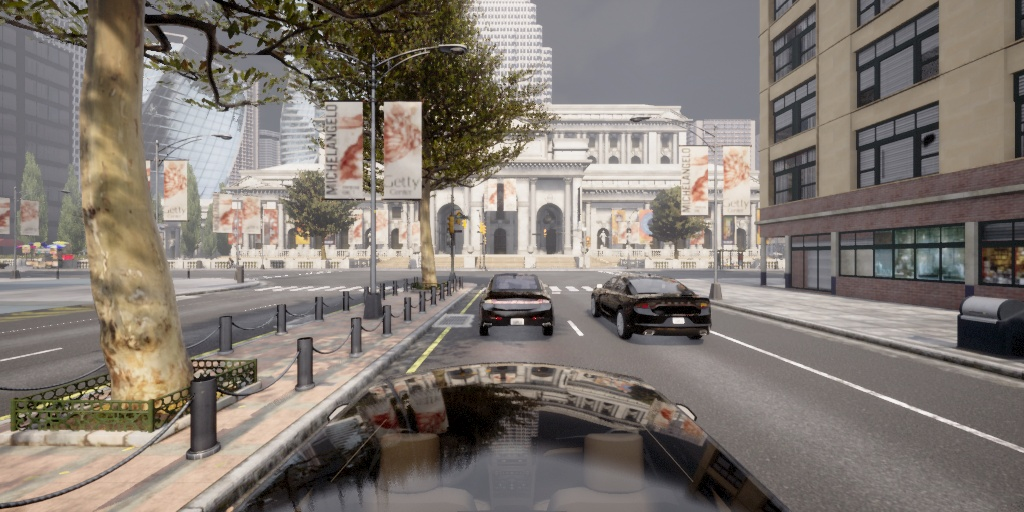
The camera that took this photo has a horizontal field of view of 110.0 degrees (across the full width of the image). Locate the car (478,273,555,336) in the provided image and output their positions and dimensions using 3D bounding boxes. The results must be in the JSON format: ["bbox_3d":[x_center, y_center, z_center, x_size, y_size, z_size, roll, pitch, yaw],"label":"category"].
[{"bbox_3d":[0.080,1.242,10.376,2.128,1.511,4.902,0,0,-1],"label":"car"}]

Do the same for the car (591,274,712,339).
[{"bbox_3d":[3.565,1.228,10.109,1.882,1.535,5.008,0,0,0],"label":"car"}]
